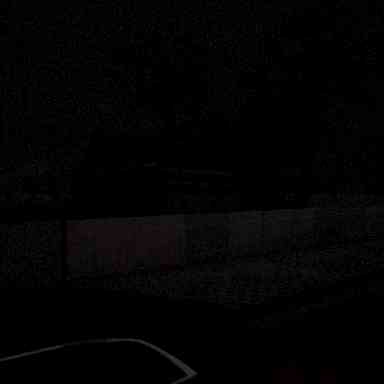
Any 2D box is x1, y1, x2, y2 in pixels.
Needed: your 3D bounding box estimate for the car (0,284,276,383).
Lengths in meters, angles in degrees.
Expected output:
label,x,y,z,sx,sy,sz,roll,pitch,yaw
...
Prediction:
label,x,y,z,sx,sy,sz,roll,pitch,yaw
car,-1.609,1.505,1.921,4.892,1.490,1.837,0,0,-36
